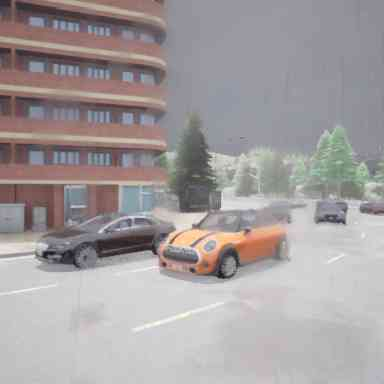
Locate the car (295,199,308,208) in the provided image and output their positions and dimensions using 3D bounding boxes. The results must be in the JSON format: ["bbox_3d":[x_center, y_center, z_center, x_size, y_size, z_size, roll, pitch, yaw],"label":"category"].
[{"bbox_3d":[14.245,1.618,46.750,1.895,1.301,4.718,0,0,-14],"label":"car"}]

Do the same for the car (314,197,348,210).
[{"bbox_3d":[18.335,1.496,44.030,1.882,1.535,5.008,0,0,-8],"label":"car"}]

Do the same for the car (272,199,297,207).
[{"bbox_3d":[6.631,1.515,25.150,1.837,1.490,4.892,0,0,20],"label":"car"}]

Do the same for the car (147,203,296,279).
[{"bbox_3d":[1.126,1.355,10.240,2.097,1.767,4.553,0,0,42],"label":"car"}]

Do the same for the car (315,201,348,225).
[{"bbox_3d":[9.963,1.574,24.082,1.994,1.385,4.181,0,0,20],"label":"car"}]

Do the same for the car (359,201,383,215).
[{"bbox_3d":[18.797,1.579,34.017,1.994,1.385,4.181,0,0,3],"label":"car"}]

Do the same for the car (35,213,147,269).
[{"bbox_3d":[-2.644,1.493,11.315,4.902,1.511,2.128,0,0,-45],"label":"car"}]

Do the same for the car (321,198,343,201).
[{"bbox_3d":[15.372,1.507,36.590,2.128,1.511,4.902,0,0,2],"label":"car"}]
